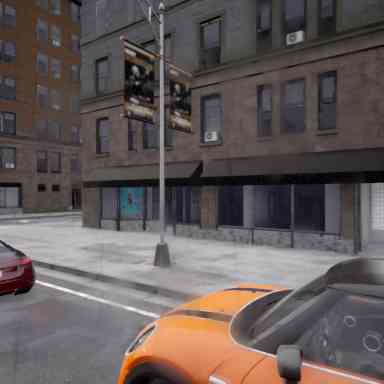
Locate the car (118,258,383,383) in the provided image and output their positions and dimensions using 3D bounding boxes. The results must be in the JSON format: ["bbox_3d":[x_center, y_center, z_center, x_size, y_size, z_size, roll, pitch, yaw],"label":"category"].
[{"bbox_3d":[1.524,1.352,2.599,4.553,1.767,2.097,0,0,36],"label":"car"}]

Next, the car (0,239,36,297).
[{"bbox_3d":[-5.416,1.564,7.533,4.181,1.385,1.994,0,0,36],"label":"car"}]
